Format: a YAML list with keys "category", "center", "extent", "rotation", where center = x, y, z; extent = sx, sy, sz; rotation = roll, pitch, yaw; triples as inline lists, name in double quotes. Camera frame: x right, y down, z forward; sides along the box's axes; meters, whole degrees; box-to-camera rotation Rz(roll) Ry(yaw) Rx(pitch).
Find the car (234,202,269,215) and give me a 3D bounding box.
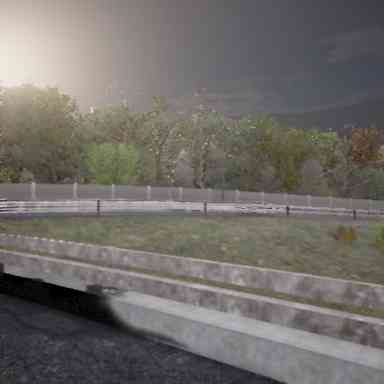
- category: "car"
  center: [7.506, 2.074, 42.141]
  extent: [4.902, 1.511, 2.128]
  rotation: [3, -1, -24]
